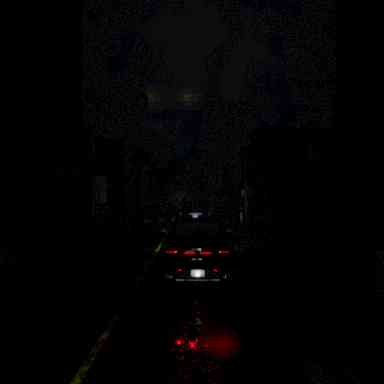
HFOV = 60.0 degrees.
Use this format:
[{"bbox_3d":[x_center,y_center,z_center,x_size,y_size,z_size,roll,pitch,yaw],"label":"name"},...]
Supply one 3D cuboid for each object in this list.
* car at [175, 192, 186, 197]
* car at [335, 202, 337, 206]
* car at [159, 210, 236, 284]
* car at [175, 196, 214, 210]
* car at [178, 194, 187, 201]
[{"bbox_3d":[-2.243,1.289,63.468,2.128,1.511,4.902,0,0,1],"label":"car"},{"bbox_3d":[20.785,1.272,41.519,5.357,1.411,2.033,-1,-1,0],"label":"car"},{"bbox_3d":[0.132,1.487,9.539,1.837,1.490,4.892,0,0,0],"label":"car"},{"bbox_3d":[0.227,1.306,19.924,2.097,1.767,4.553,0,0,1],"label":"car"},{"bbox_3d":[-2.159,1.280,78.701,2.033,1.411,5.357,0,0,0],"label":"car"}]
